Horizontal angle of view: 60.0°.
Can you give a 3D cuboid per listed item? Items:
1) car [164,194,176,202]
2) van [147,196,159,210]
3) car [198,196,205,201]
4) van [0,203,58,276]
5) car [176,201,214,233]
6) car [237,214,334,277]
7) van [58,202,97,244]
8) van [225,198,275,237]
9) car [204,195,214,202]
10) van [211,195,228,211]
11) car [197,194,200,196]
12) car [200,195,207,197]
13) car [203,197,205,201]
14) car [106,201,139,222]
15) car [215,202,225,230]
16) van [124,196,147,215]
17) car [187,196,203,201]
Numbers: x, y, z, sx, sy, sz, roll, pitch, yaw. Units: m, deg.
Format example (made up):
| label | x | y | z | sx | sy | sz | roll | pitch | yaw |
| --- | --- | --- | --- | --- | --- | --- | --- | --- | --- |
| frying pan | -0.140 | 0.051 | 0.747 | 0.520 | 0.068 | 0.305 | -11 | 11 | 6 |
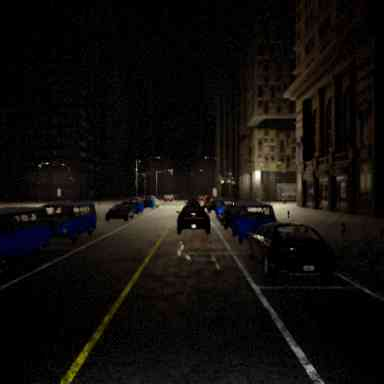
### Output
| label | x | y | z | sx | sy | sz | roll | pitch | yaw |
| --- | --- | --- | --- | --- | --- | --- | --- | --- | --- |
| car | -5.776 | 1.494 | 82.384 | 2.192 | 1.841 | 5.009 | 0 | 0 | 0 |
| van | -5.770 | 1.430 | 44.092 | 1.690 | 1.788 | 3.998 | 0 | 0 | 0 |
| car | 2.748 | 1.752 | 93.676 | 1.887 | 1.381 | 4.507 | 0 | 0 | 0 |
| van | -5.765 | 1.360 | 10.028 | 1.690 | 1.788 | 3.998 | 0 | 0 | 0 |
| car | 0.096 | 1.542 | 19.826 | 1.837 | 1.490 | 4.892 | 0 | 0 | 0 |
| car | 2.760 | 1.569 | 10.038 | 2.008 | 1.369 | 4.403 | 0 | 0 | 0 |
| van | -5.766 | 1.371 | 15.705 | 1.690 | 1.788 | 3.998 | 0 | 0 | 0 |
| van | 2.759 | 1.370 | 15.716 | 1.690 | 1.788 | 3.998 | 0 | 0 | 0 |
| car | 2.756 | 1.516 | 38.426 | 1.967 | 1.590 | 4.097 | 0 | 0 | 0 |
| van | 2.757 | 1.393 | 27.071 | 1.690 | 1.788 | 3.998 | 0 | 0 | 0 |
| car | 2.751 | 1.715 | 76.754 | 2.008 | 1.369 | 4.403 | 0 | 0 | 0 |
| car | 2.754 | 1.416 | 49.781 | 2.192 | 1.841 | 5.009 | 0 | 0 | 0 |
| car | 2.755 | 1.670 | 44.103 | 1.802 | 1.307 | 4.206 | 0 | 0 | 0 |
| car | -5.767 | 1.634 | 27.059 | 1.802 | 1.307 | 4.206 | 0 | 0 | 0 |
| car | 2.758 | 1.585 | 21.393 | 1.887 | 1.381 | 4.507 | 0 | 0 | 0 |
| van | -5.769 | 1.405 | 32.738 | 1.690 | 1.788 | 3.998 | 0 | 0 | 0 |
| car | 0.094 | 1.586 | 39.956 | 1.837 | 1.490 | 4.892 | 0 | 0 | 0 |
